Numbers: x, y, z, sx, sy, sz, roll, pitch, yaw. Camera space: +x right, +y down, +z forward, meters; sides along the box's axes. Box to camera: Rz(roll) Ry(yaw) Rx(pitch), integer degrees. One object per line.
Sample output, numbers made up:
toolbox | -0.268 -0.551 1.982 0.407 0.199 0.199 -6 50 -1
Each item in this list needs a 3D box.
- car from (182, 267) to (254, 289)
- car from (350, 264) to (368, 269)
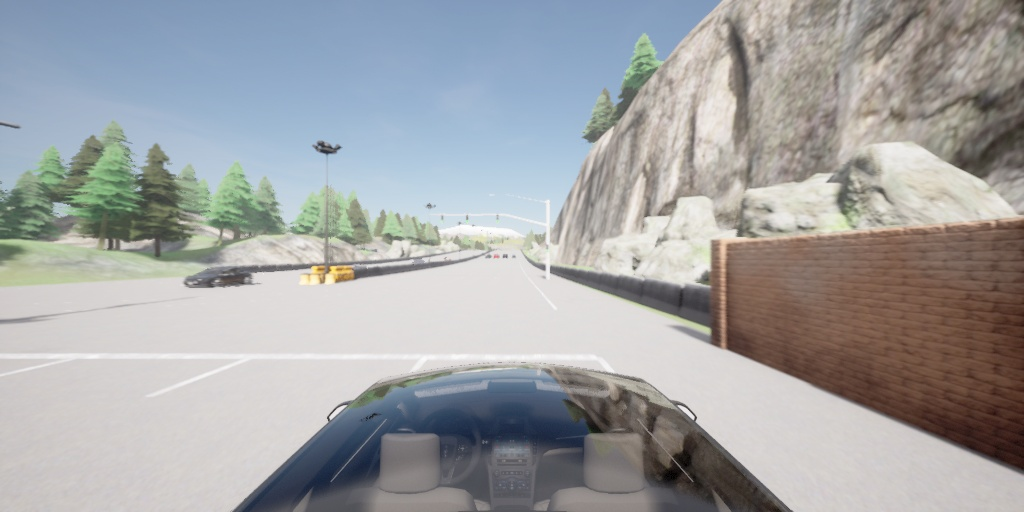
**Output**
car | -21.007 1.576 25.871 1.837 1.490 4.892 0 0 0
car | -20.963 1.741 47.815 1.895 1.301 4.718 0 0 0
